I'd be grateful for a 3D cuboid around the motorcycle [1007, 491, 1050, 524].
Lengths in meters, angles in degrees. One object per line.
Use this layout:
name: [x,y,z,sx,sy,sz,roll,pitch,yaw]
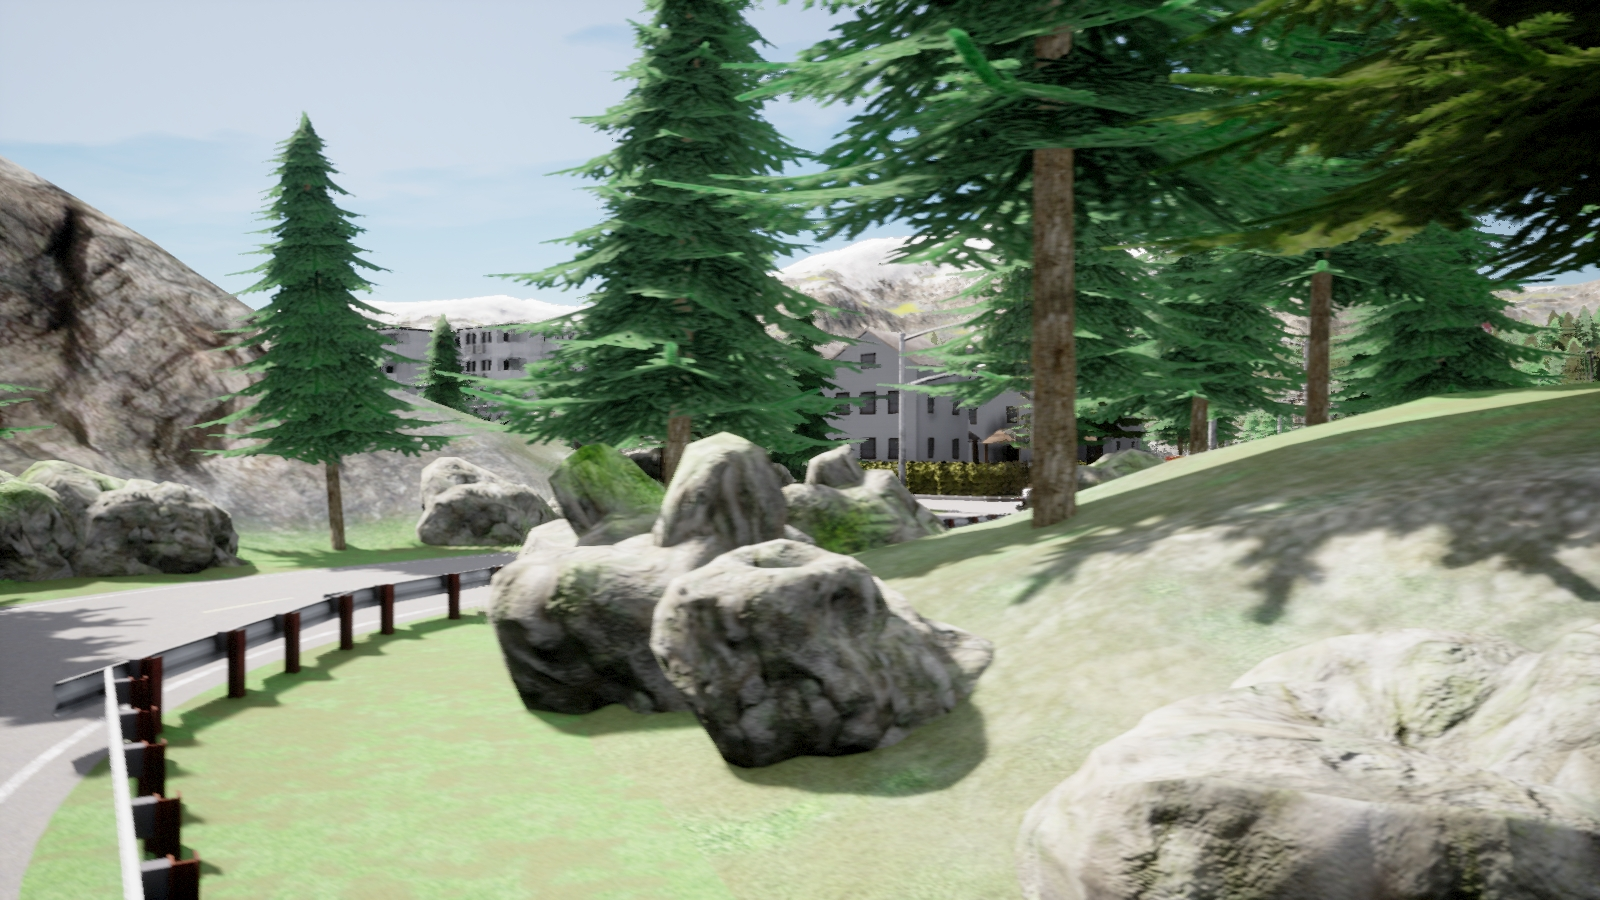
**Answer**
motorcycle: [8.866,2.210,44.246,0.803,1.145,2.033,0,0,37]
